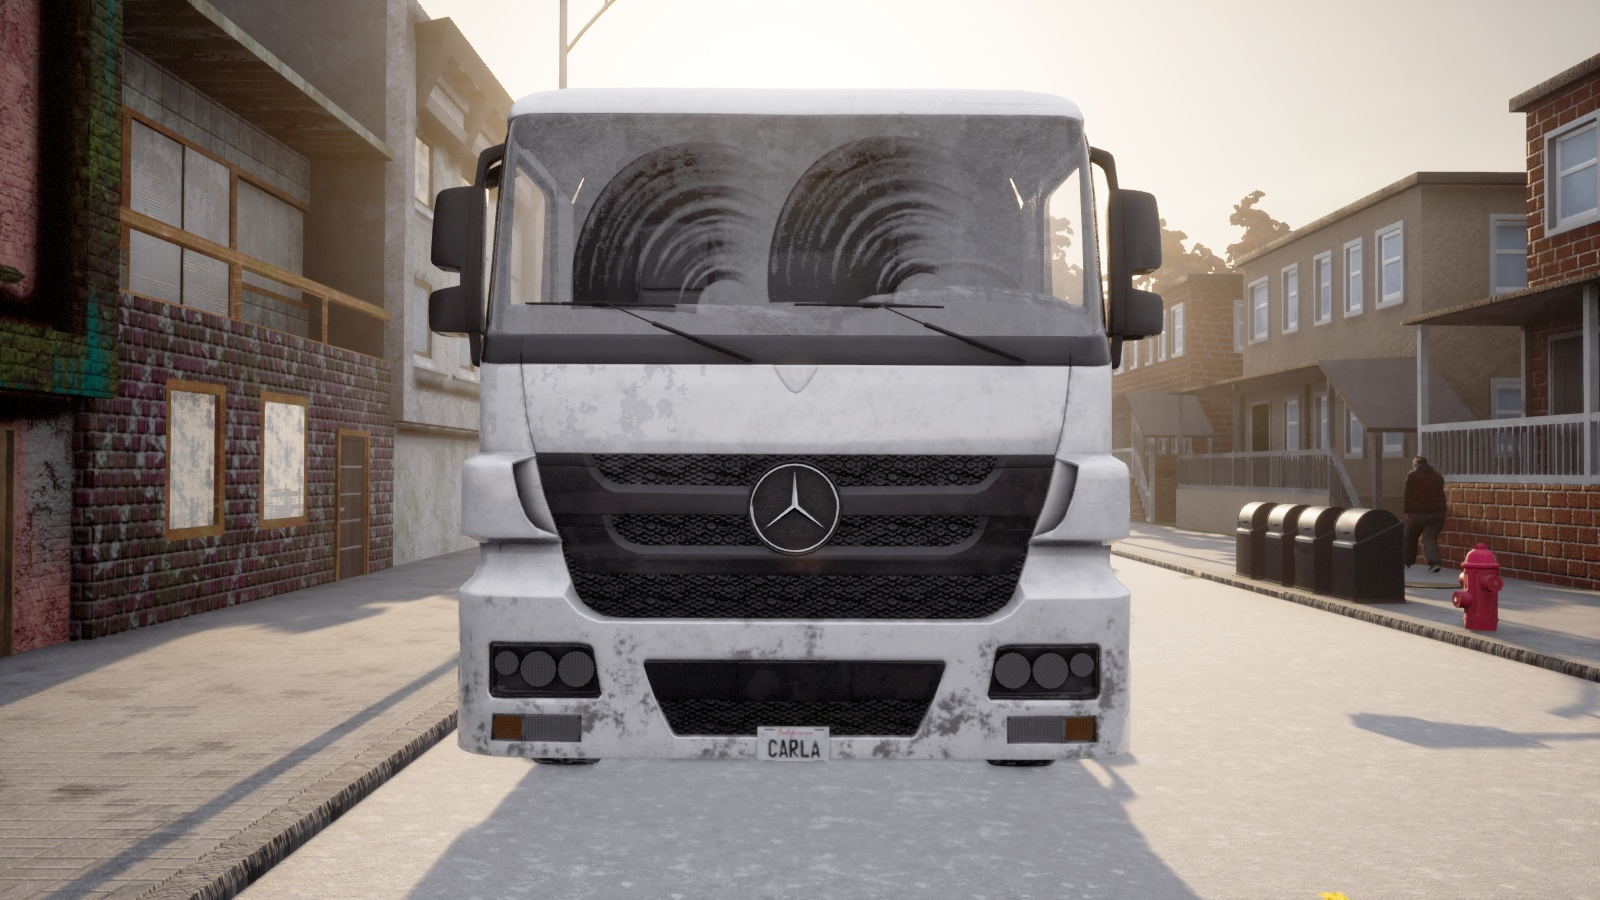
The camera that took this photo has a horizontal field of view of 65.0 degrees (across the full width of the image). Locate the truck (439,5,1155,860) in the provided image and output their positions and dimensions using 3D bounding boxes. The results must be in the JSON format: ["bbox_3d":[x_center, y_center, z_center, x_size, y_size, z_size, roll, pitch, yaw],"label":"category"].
[{"bbox_3d":[-0.025,-0.015,9.072,2.891,3.462,7.936,0,-1,0],"label":"truck"}]

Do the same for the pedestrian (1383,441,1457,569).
[{"bbox_3d":[9.189,0.800,18.628,0.634,1.844,0.899,0,-1,1],"label":"pedestrian"}]
